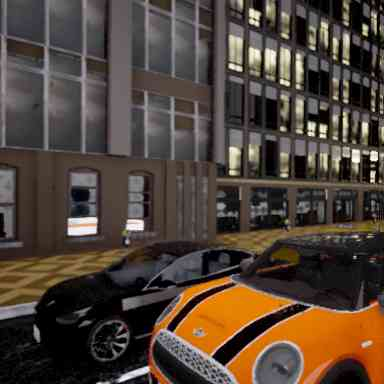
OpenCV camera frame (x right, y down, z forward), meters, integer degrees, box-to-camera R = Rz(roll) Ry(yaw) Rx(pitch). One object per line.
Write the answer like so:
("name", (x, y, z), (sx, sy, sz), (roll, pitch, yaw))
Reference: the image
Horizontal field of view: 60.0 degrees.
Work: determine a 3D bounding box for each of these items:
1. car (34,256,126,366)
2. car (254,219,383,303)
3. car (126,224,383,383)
("car", (-0.357, 1.585, 5.841), (4.313, 1.339, 1.947), (0, 0, -35))
("car", (4.010, 1.579, 8.955), (4.829, 1.417, 1.752), (0, 0, -35))
("car", (1.731, 1.376, 4.305), (4.553, 1.767, 2.097), (0, 0, -35))
